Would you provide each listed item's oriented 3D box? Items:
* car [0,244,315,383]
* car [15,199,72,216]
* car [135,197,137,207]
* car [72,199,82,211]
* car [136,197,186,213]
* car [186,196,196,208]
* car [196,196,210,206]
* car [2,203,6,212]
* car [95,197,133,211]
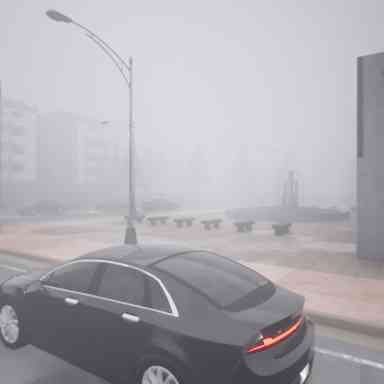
[{"bbox_3d":[-0.887,1.503,4.625,4.892,1.490,1.837,0,0,35],"label":"car"},{"bbox_3d":[-14.837,1.490,32.939,1.837,1.490,4.892,0,0,34],"label":"car"},{"bbox_3d":[-8.461,1.489,46.870,4.892,1.490,1.837,0,0,-44],"label":"car"},{"bbox_3d":[-15.057,1.509,38.798,1.812,1.442,4.674,0,0,36],"label":"car"},{"bbox_3d":[-3.309,1.480,36.821,2.128,1.511,4.902,0,0,39],"label":"car"},{"bbox_3d":[-2.369,1.478,47.600,4.902,1.511,2.128,0,0,-38],"label":"car"},{"bbox_3d":[0.518,1.463,53.933,5.008,1.535,1.882,0,0,-31],"label":"car"},{"bbox_3d":[-20.205,1.475,31.245,2.128,1.511,4.902,0,0,35],"label":"car"},{"bbox_3d":[-9.626,1.549,40.171,1.994,1.385,4.181,0,0,39],"label":"car"}]
